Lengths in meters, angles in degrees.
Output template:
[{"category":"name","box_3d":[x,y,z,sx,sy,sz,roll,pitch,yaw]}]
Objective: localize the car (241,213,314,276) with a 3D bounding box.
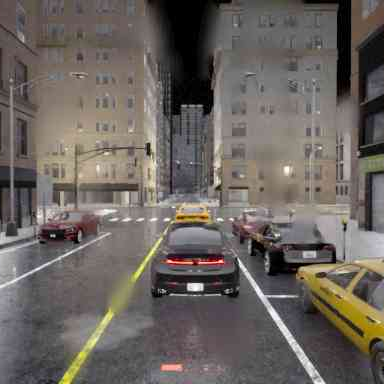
[{"category":"car","box_3d":[2.876,1.563,10.198,1.947,1.339,4.313,-1,0,0]}]

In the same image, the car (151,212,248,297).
[{"category":"car","box_3d":[0.073,1.502,8.546,1.837,1.490,4.892,0,0,0]}]

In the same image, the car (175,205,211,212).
[{"category":"car","box_3d":[0.053,1.471,18.973,1.882,1.535,5.008,0,0,1]}]

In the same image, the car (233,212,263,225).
[{"category":"car","box_3d":[2.883,1.577,15.784,1.802,1.307,4.206,-1,0,0]}]

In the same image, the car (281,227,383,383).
[{"category":"car","box_3d":[2.868,1.524,4.782,1.752,1.417,4.829,-1,0,0]}]

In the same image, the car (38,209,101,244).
[{"category":"car","box_3d":[-5.662,1.539,15.792,1.887,1.381,4.507,-1,0,0]}]
